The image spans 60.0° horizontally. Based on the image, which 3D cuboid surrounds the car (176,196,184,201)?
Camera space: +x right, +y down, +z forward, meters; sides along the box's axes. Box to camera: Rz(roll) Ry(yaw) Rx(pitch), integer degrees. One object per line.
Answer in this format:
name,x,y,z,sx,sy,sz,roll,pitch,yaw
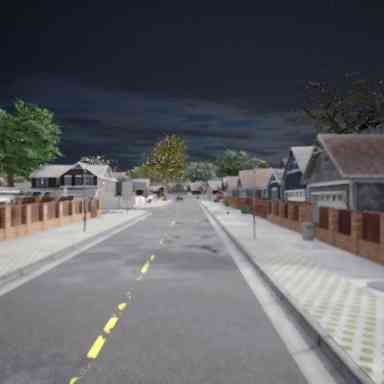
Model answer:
car,-3.071,1.699,84.146,1.895,1.301,4.718,0,0,-2
